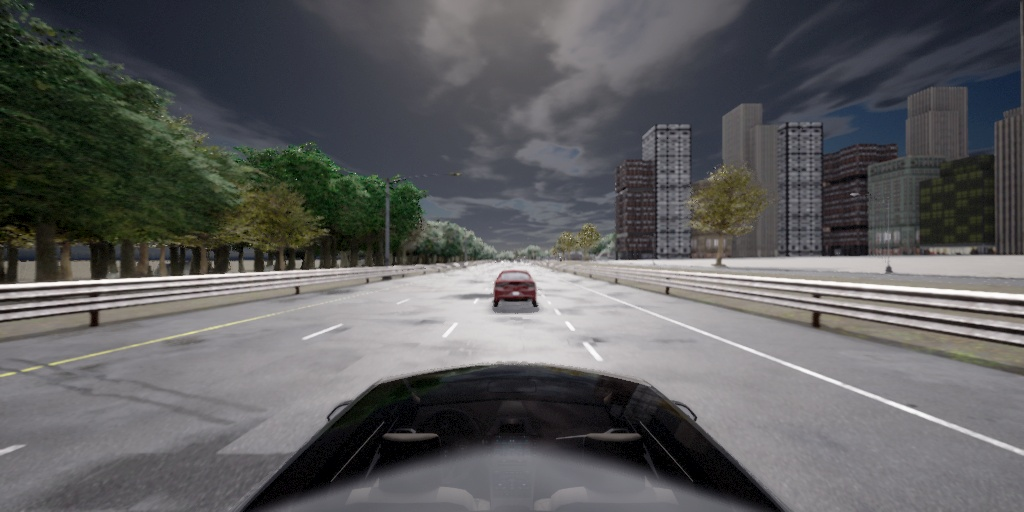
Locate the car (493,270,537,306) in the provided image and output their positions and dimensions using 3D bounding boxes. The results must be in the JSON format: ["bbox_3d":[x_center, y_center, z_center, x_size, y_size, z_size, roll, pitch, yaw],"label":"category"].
[{"bbox_3d":[0.109,1.411,17.151,1.882,1.535,5.008,0,0,-1],"label":"car"}]
